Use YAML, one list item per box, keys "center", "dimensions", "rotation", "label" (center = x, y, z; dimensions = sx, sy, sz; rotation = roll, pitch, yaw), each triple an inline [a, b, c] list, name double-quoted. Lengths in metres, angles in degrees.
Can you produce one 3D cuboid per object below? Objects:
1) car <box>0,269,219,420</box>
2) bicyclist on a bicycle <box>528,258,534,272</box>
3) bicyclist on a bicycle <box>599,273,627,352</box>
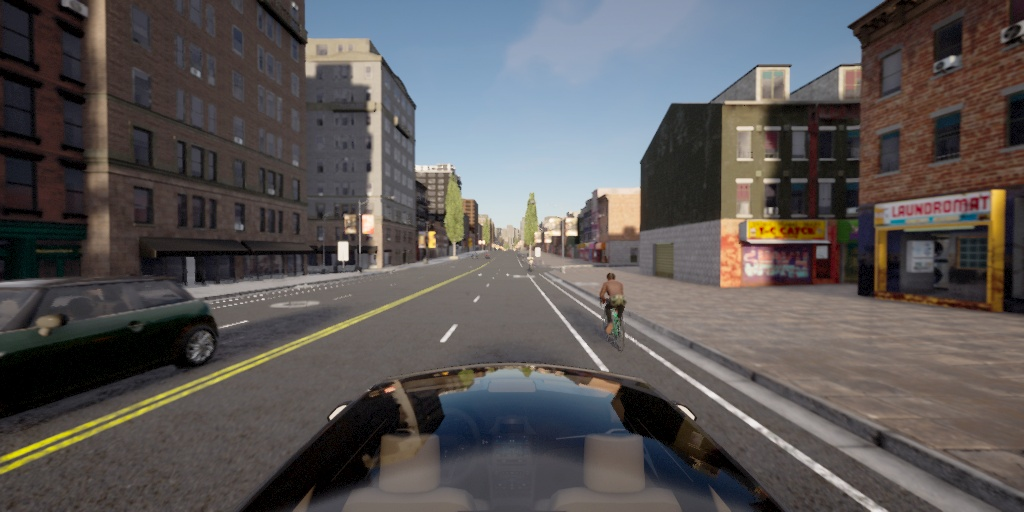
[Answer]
- center: [-6.599, 1.103, 4.820]
  dimensions: [2.097, 1.767, 4.553]
  rotation: [0, 0, 0]
  label: "car"
- center: [2.233, 1.071, 41.825]
  dimensions: [0.866, 1.612, 1.509]
  rotation: [0, 0, 0]
  label: "bicyclist on a bicycle"
- center: [2.250, 1.202, 8.010]
  dimensions: [0.582, 1.620, 1.656]
  rotation: [0, 0, 0]
  label: "bicyclist on a bicycle"
